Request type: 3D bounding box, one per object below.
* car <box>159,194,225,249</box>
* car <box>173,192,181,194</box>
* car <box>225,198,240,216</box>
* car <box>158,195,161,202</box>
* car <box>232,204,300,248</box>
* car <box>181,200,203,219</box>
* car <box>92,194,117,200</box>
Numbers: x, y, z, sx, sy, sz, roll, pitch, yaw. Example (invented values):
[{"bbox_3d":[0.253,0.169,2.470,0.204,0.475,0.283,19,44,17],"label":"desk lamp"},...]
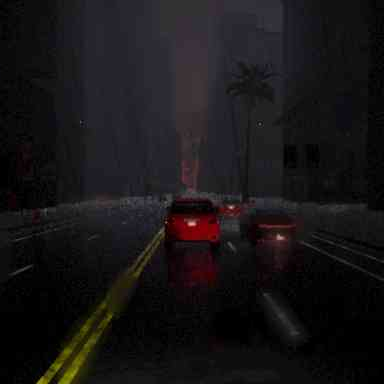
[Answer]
[{"bbox_3d":[0.000,1.242,14.680,2.150,2.045,5.566,0,0,0],"label":"car"},{"bbox_3d":[-3.250,1.079,73.660,2.150,2.045,5.566,0,0,0],"label":"car"},{"bbox_3d":[3.250,1.333,29.620,2.097,1.767,4.553,0,0,0],"label":"car"},{"bbox_3d":[-6.500,1.383,73.970,1.837,1.490,4.892,0,0,0],"label":"car"},{"bbox_3d":[3.250,1.480,14.650,2.128,1.511,4.902,0,0,0],"label":"car"},{"bbox_3d":[0.000,1.500,29.651,1.812,1.442,4.674,0,0,0],"label":"car"},{"bbox_3d":[-23.842,1.690,90.854,4.829,1.417,1.752,-1,1,0],"label":"car"}]
